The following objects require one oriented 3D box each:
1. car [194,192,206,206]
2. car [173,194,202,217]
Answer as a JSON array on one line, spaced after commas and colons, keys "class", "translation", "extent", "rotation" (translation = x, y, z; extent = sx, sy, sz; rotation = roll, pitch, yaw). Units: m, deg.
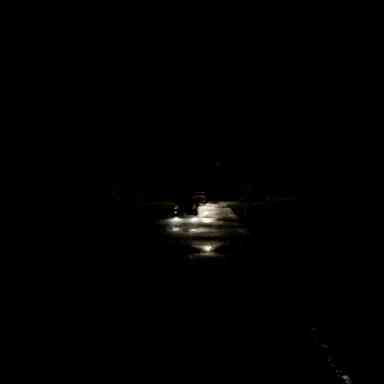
[{"class": "car", "translation": [1.208, 1.052, 55.484], "extent": [2.150, 2.045, 5.566], "rotation": [0, 0, 4]}, {"class": "car", "translation": [-0.464, 1.319, 30.885], "extent": [2.097, 1.767, 4.553], "rotation": [0, 0, 4]}]
